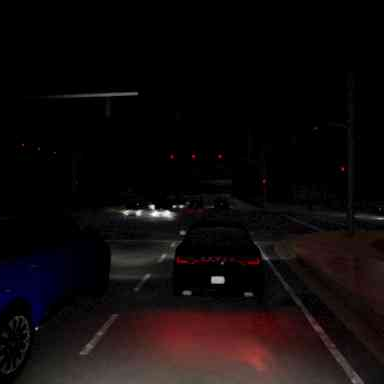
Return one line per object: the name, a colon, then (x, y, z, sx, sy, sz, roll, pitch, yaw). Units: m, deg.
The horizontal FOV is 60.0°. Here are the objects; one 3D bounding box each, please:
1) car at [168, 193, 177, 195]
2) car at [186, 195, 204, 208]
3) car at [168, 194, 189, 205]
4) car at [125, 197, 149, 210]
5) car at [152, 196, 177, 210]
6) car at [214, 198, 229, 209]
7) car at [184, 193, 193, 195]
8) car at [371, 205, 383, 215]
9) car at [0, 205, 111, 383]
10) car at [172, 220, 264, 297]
car: (-4.286, 1.170, 72.904, 2.150, 2.045, 5.566, 0, 0, 5)
car: (0.638, 1.490, 46.351, 1.812, 1.442, 4.674, 0, 0, 5)
car: (-2.233, 1.504, 56.272, 2.033, 1.411, 5.357, 0, 0, 5)
car: (-7.009, 1.446, 42.831, 1.882, 1.535, 5.008, 0, 0, 8)
car: (-3.474, 1.569, 41.398, 1.895, 1.301, 4.718, 0, 0, 5)
car: (4.005, 1.529, 44.644, 1.994, 1.385, 4.181, 0, 0, 5)
car: (-0.858, 1.170, 71.890, 2.150, 2.045, 5.566, 0, 0, 5)
car: (19.280, 1.452, 30.748, 5.008, 1.535, 1.882, 0, 0, 5)
car: (-3.069, 1.218, 5.508, 2.150, 2.045, 5.566, 0, 0, 3)
car: (0.654, 1.471, 8.615, 1.882, 1.535, 5.008, 0, 0, 4)
